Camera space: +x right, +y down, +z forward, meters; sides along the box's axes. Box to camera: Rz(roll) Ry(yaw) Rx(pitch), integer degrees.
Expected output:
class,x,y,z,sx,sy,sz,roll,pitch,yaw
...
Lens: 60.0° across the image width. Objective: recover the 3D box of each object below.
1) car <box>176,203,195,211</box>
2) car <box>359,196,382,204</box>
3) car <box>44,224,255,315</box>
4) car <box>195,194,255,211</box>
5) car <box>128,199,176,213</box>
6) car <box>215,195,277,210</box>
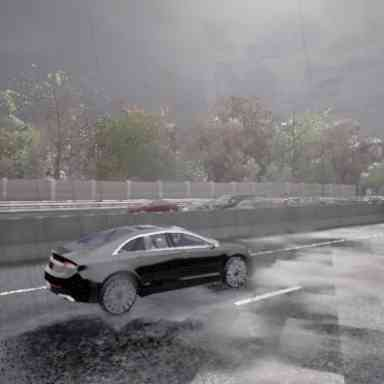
class,x,y,z,sx,sy,sz,roll,pitch,yaw
car,1.378,1.459,30.760,4.902,1.511,2.128,0,0,-35
car,29.566,1.427,55.073,4.892,1.490,1.837,0,0,-35
car,-0.690,1.484,7.551,4.902,1.511,2.128,0,0,-35
car,3.320,1.189,27.849,5.566,2.045,2.150,0,0,-35
car,-3.614,1.451,31.499,5.008,1.535,1.882,0,0,-36
car,4.268,1.322,24.225,4.553,1.767,2.097,0,0,-35
